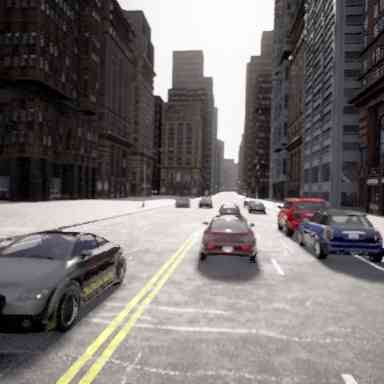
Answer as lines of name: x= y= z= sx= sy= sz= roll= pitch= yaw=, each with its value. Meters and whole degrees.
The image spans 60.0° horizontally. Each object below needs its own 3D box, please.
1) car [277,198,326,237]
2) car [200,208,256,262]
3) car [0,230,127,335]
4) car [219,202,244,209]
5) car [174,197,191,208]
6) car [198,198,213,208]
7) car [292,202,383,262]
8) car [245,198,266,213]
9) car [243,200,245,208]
car: x=6.291 y=1.387 z=19.152 sx=2.150 sy=2.045 sz=5.566 roll=1 pitch=0 yaw=7
car: x=1.348 y=1.562 z=12.302 sx=1.812 sy=1.442 sz=4.674 roll=1 pitch=0 yaw=7
car: x=-2.772 y=1.495 z=6.647 sx=1.994 sy=1.385 sz=4.181 roll=1 pitch=0 yaw=7
car: x=3.489 y=1.665 z=30.999 sx=1.994 sy=1.385 sz=4.181 roll=1 pitch=0 yaw=7
car: x=-1.299 y=1.509 z=47.906 sx=1.837 sy=1.490 sz=4.892 roll=1 pitch=0 yaw=7
car: x=2.005 y=1.565 z=48.194 sx=1.882 sy=1.535 sz=5.008 roll=1 pitch=0 yaw=7
car: x=5.598 y=1.494 z=13.131 sx=2.097 sy=1.767 sz=4.553 roll=1 pitch=0 yaw=7
car: x=7.722 y=1.784 z=39.961 sx=1.994 sy=1.385 sz=4.181 roll=1 pitch=0 yaw=7
car: x=9.332 y=1.776 z=54.312 sx=2.128 sy=1.511 sz=4.902 roll=1 pitch=0 yaw=7
